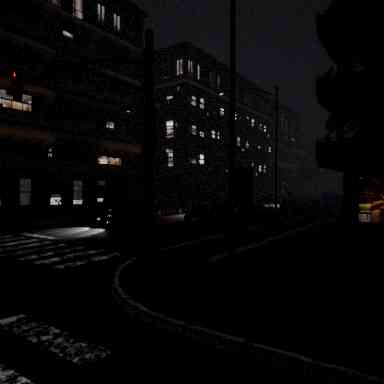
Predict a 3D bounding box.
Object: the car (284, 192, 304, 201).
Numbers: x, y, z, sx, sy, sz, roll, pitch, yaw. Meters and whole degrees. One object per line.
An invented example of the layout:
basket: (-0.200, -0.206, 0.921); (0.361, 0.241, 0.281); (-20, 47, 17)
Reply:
car: (16.805, 0.719, 54.805); (1.947, 1.339, 4.313); (2, 2, 35)

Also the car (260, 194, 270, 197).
car: (10.416, 0.880, 45.678); (1.947, 1.339, 4.313); (2, 2, 35)

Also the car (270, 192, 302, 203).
car: (12.786, 0.821, 44.475); (2.128, 1.511, 4.902); (1, 1, 36)

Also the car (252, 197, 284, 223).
car: (4.480, 1.283, 22.587); (1.802, 1.307, 4.206); (2, 2, 35)

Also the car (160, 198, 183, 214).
car: (-2.362, 1.180, 27.424); (1.887, 1.381, 4.507); (2, 2, 35)

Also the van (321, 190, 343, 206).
van: (17.261, 0.721, 40.836); (1.690, 1.788, 3.998); (2, 2, 35)

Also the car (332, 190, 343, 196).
car: (35.972, 0.256, 82.186); (1.802, 1.307, 4.206); (2, 2, 35)

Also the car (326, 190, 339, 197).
car: (32.777, 0.336, 77.622); (1.802, 1.307, 4.206); (2, 2, 35)

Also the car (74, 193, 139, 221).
car: (-5.555, 1.031, 22.854); (2.192, 1.841, 5.009); (2, 2, 35)

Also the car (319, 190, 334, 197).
car: (29.583, 0.378, 73.058); (1.887, 1.381, 4.507); (2, 2, 35)

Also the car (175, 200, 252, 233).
car: (1.285, 1.348, 18.023); (1.947, 1.339, 4.313); (2, 2, 35)

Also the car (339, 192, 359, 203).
car: (23.647, 0.764, 49.966); (1.887, 1.381, 4.507); (2, 2, 35)

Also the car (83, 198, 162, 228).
car: (-4.129, 1.317, 20.407); (1.994, 1.385, 4.181); (1, 1, 35)

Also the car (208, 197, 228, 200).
car: (2.154, 1.159, 29.373); (1.994, 1.385, 4.181); (1, 1, 35)
